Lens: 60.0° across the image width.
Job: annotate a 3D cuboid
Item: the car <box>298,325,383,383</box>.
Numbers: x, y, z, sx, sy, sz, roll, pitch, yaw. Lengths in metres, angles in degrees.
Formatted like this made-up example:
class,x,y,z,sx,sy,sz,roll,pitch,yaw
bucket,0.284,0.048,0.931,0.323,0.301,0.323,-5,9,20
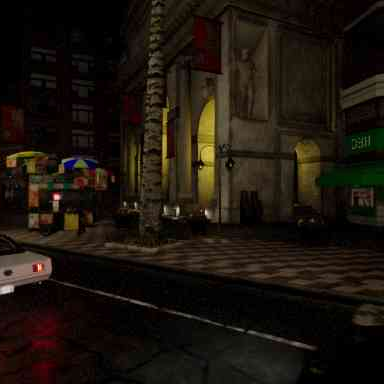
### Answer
class,x,y,z,sx,sy,sz,roll,pitch,yaw
car,3.019,1.505,1.656,4.892,1.490,1.837,0,0,37

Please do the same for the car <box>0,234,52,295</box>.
class,x,y,z,sx,sy,sz,roll,pitch,yaw
car,-5.393,1.601,7.711,4.718,1.301,1.895,0,0,35
